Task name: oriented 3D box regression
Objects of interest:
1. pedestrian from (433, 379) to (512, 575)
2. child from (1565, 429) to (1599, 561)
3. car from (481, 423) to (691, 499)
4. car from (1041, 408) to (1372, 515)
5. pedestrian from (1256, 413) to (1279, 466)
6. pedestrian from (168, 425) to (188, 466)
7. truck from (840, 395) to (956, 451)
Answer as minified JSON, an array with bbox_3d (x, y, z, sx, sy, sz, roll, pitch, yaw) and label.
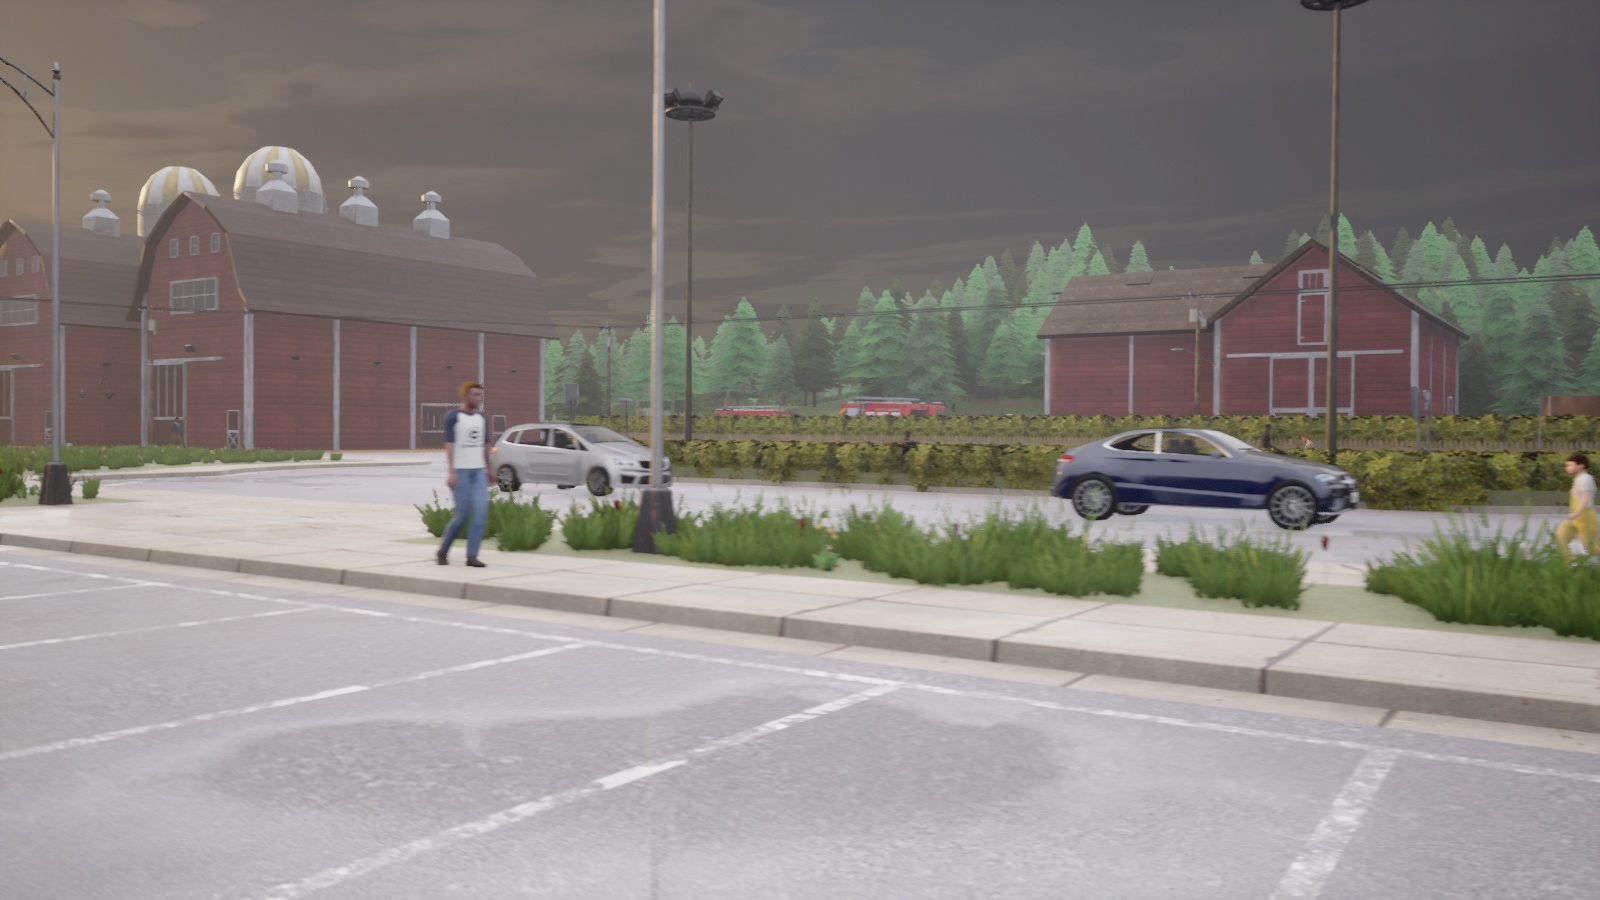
[{"bbox_3d":[-3.158,0.250,12.116,0.706,1.836,0.354,0,1,37],"label":"pedestrian"},{"bbox_3d":[7.662,0.431,12.129,0.437,1.263,0.270,0,1,23],"label":"child"},{"bbox_3d":[-5.101,0.215,29.759,4.611,1.667,2.242,0,1,34],"label":"car"},{"bbox_3d":[6.942,0.151,21.650,5.027,1.651,2.152,0,1,34],"label":"car"},{"bbox_3d":[16.553,-0.371,44.491,0.703,1.840,0.431,0,1,11],"label":"pedestrian"},{"bbox_3d":[-29.524,-0.201,59.603,0.788,1.949,0.423,0,1,24],"label":"pedestrian"},{"bbox_3d":[7.009,-1.931,89.265,8.468,3.827,2.891,-1,1,-38],"label":"truck"}]
